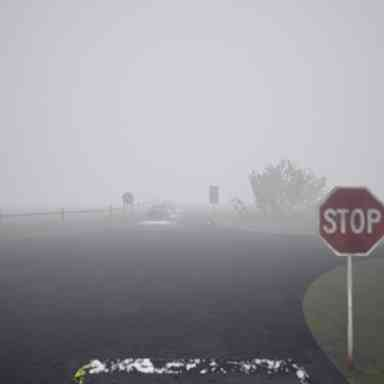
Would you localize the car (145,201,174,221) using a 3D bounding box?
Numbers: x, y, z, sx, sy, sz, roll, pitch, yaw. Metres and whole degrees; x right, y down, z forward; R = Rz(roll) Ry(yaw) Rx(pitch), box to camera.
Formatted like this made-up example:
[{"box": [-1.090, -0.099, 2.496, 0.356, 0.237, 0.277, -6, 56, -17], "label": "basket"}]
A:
[{"box": [-2.896, 1.754, 29.218, 1.994, 1.385, 4.181, 0, 0, -1], "label": "car"}]

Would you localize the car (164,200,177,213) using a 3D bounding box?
[{"box": [-2.972, 1.764, 40.959, 2.128, 1.511, 4.902, 0, 0, -1], "label": "car"}]

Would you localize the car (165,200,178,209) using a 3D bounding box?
[{"box": [-3.260, 1.955, 52.532, 1.895, 1.301, 4.718, 0, 0, -2], "label": "car"}]
